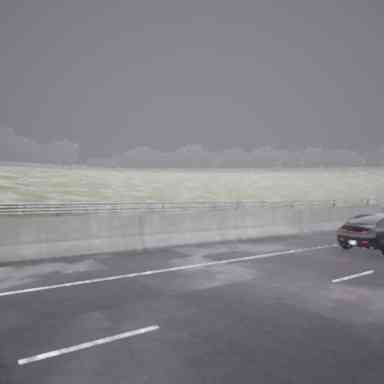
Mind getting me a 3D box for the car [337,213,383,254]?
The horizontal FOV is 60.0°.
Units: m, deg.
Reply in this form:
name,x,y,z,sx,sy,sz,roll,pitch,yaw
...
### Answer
name,x,y,z,sx,sy,sz,roll,pitch,yaw
car,7.994,1.651,13.860,4.892,1.490,1.837,0,0,-35
